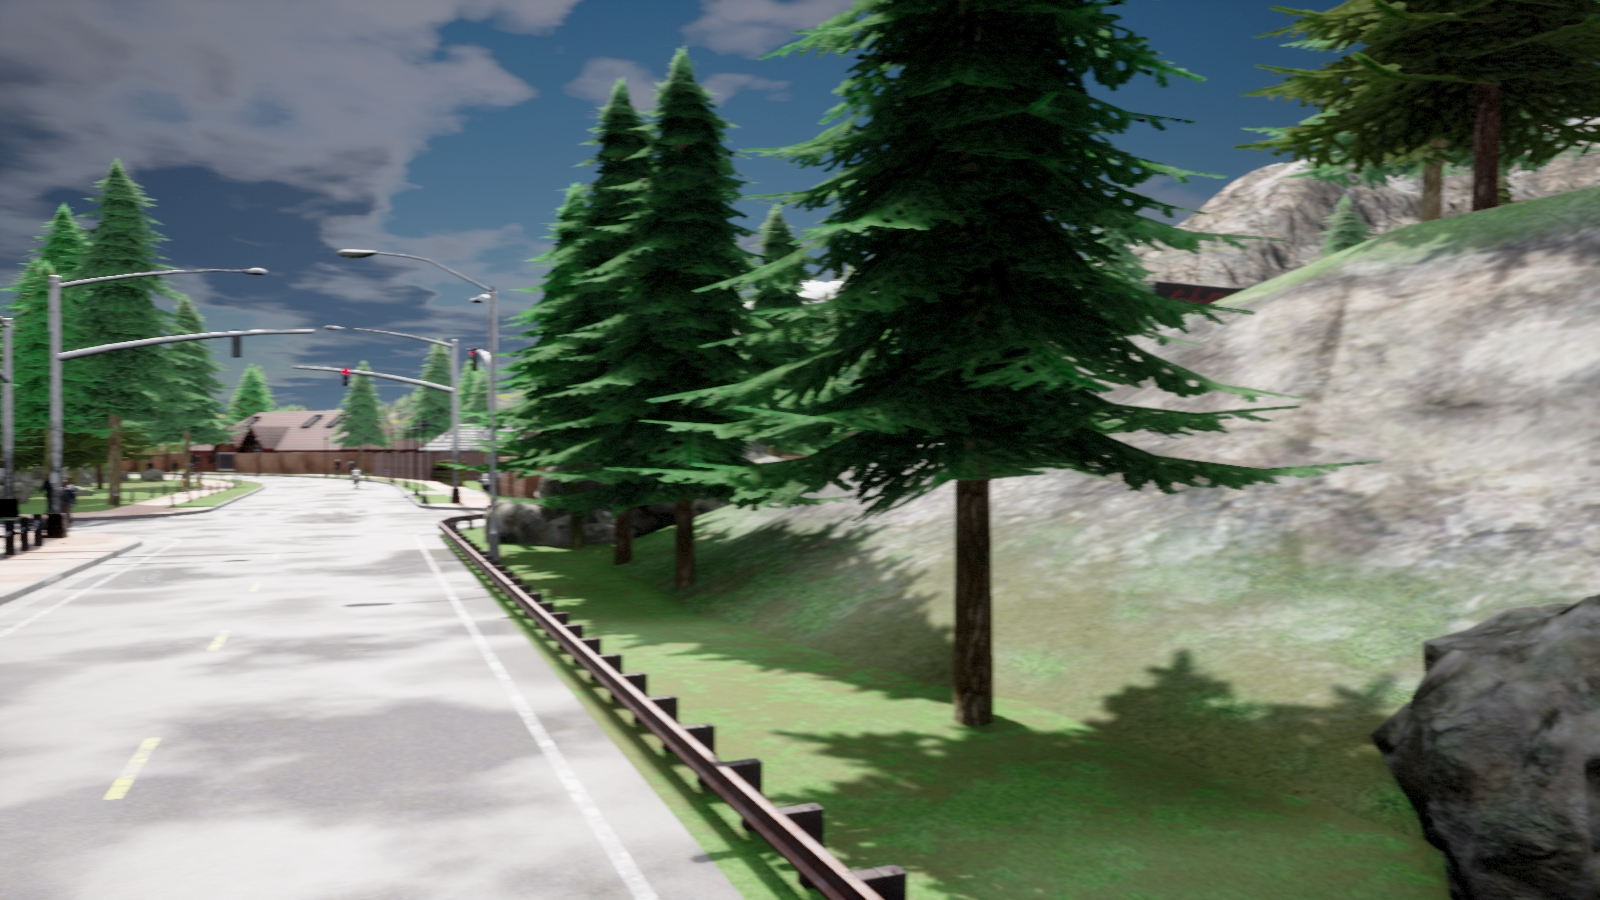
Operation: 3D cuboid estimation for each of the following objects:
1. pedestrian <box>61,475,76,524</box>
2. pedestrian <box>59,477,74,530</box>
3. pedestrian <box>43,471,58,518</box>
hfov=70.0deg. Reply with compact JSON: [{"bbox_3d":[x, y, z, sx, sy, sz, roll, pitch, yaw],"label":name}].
[{"bbox_3d":[-28.119,1.903,43.917,0.375,1.860,0.375,0,0,-15],"label":"pedestrian"},{"bbox_3d":[-26.189,1.898,40.798,0.375,1.860,0.375,0,0,-20],"label":"pedestrian"},{"bbox_3d":[-29.906,1.755,45.576,0.375,1.860,0.375,0,0,-6],"label":"pedestrian"}]
